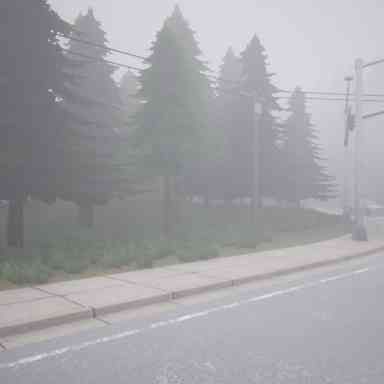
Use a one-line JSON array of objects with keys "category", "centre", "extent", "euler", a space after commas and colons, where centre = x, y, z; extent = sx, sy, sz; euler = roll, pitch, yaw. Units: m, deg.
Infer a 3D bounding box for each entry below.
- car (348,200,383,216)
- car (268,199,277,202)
[{"category": "car", "centre": [17.232, 1.526, 32.822], "extent": [1.812, 1.442, 4.674], "euler": [0, 0, -5]}, {"category": "car", "centre": [13.195, 1.504, 45.517], "extent": [1.837, 1.490, 4.892], "euler": [0, 0, -32]}]
